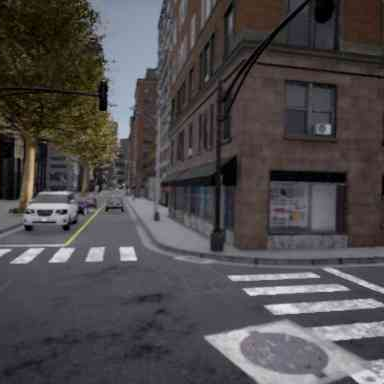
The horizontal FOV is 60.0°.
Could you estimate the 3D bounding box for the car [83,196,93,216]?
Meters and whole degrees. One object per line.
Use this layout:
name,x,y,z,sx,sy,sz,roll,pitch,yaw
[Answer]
car,-9.957,1.267,28.644,1.895,1.301,4.718,1,0,-13

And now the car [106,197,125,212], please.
car,-7.980,1.229,34.538,2.033,1.411,5.357,1,0,-12

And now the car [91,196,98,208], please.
car,-12.040,1.143,38.503,1.994,1.385,4.181,1,0,-12

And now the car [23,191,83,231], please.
car,-7.835,0.974,18.998,2.150,2.045,5.566,1,0,-13
